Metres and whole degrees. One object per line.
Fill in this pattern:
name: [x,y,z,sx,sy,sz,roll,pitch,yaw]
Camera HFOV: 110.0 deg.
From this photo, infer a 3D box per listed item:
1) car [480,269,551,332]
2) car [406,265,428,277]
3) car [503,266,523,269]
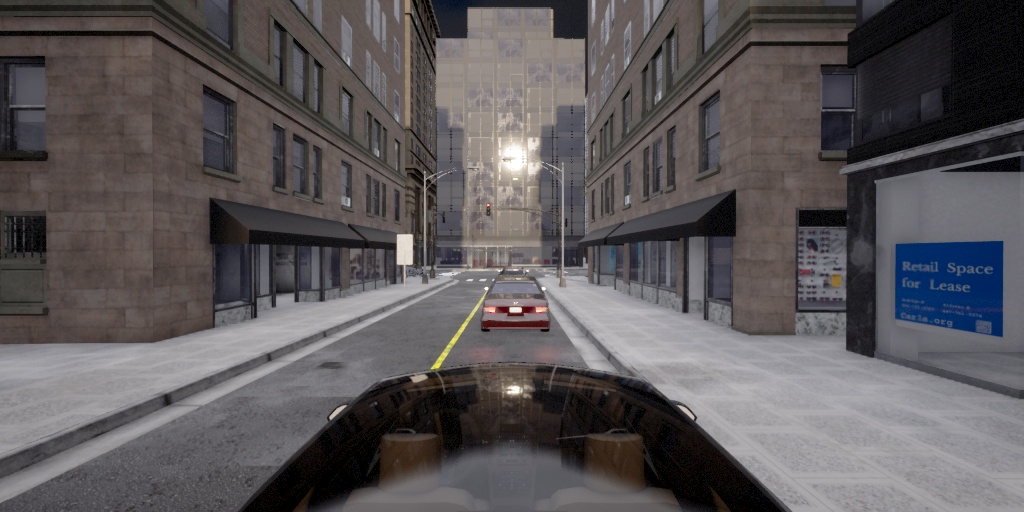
car: [0.094,1.293,10.812,2.033,1.411,5.357,0,0,0]
car: [-10.283,1.374,34.446,4.181,1.385,1.994,0,0,3]
car: [0.085,1.300,21.478,1.994,1.385,4.181,0,0,0]
